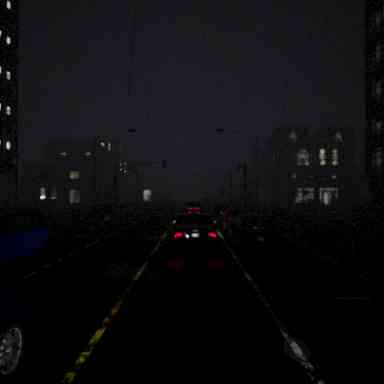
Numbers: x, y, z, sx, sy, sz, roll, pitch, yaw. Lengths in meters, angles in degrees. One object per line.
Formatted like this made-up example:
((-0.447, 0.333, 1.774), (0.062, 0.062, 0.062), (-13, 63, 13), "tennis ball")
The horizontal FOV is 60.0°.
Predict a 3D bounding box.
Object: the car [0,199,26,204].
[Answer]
((-25.331, 1.624, 44.685), (4.403, 1.369, 2.008), (0, -1, 1), "car")

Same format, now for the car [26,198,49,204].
((-25.354, 1.680, 53.067), (4.829, 1.417, 1.752), (0, -1, 1), "car")

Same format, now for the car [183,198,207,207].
((0.157, 1.646, 31.740), (1.837, 1.490, 4.892), (0, -1, 0), "car")

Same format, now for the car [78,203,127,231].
((-5.649, 1.534, 20.872), (1.967, 1.590, 4.097), (0, 0, 0), "car")

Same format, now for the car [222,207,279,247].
((2.720, 1.619, 15.147), (2.008, 1.369, 4.403), (0, 0, 0), "car")

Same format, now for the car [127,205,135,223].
((-5.639, 1.670, 26.563), (2.008, 1.369, 4.403), (0, 0, 0), "car")

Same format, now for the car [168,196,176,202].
((-5.517, 1.940, 92.081), (1.752, 1.417, 4.829), (0, 0, 0), "car")

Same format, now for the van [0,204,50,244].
((-5.670, 1.384, 9.488), (1.690, 1.788, 3.998), (0, 0, 0), "van")

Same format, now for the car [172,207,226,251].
((0.123, 1.613, 14.490), (2.033, 1.411, 5.357), (0, 0, 0), "car")

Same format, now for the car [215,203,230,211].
((2.731, 1.638, 20.839), (1.887, 1.381, 4.507), (0, 0, 0), "car")

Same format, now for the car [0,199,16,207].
((-30.721, 1.714, 53.160), (4.206, 1.307, 1.802), (0, -1, 1), "car")

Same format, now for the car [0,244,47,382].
((-3.098, 1.539, 2.760), (1.812, 1.442, 4.674), (0, 0, 0), "car")

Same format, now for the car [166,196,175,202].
((-5.526, 1.830, 86.729), (1.967, 1.590, 4.097), (0, 0, 0), "car")

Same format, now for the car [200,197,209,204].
((2.833, 1.921, 75.654), (1.802, 1.307, 4.206), (0, 0, 0), "car")

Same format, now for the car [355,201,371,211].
((23.725, 1.875, 43.802), (4.206, 1.307, 1.802), (0, -1, 1), "car")

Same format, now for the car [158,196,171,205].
((-5.568, 1.871, 64.641), (1.802, 1.307, 4.206), (0, 0, 0), "car")

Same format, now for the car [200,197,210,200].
((2.813, 1.855, 64.612), (1.947, 1.339, 4.313), (0, 0, 0), "car")

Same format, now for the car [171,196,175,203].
((-5.547, 1.890, 75.684), (2.008, 1.369, 4.403), (0, 0, 0), "car")

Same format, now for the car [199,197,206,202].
((2.864, 1.966, 92.221), (2.008, 1.369, 4.403), (0, 0, 0), "car")

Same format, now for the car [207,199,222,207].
((2.752, 1.695, 32.222), (2.008, 1.369, 4.403), (0, 0, 0), "car")

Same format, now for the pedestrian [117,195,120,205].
((-12.450, 1.379, 55.790), (0.375, 1.860, 0.375), (0, -1, 1), "pedestrian")
